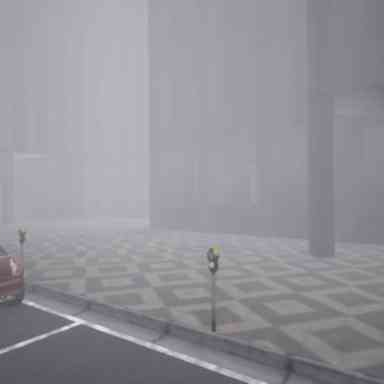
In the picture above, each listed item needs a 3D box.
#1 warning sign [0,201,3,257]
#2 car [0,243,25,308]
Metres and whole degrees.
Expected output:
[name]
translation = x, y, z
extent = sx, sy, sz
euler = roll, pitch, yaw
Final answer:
[warning sign]
translation = -7.119, 1.228, 10.891
extent = 1.060, 1.860, 1.300
euler = -1, 0, 36
[car]
translation = -5.311, 1.517, 6.883
extent = 4.097, 1.590, 1.967
euler = -1, 0, 36
